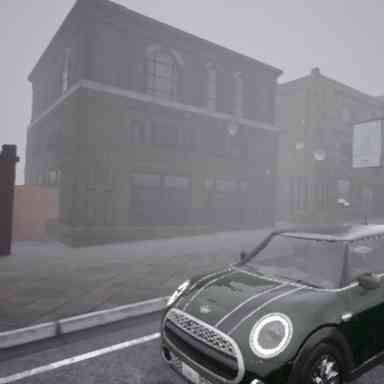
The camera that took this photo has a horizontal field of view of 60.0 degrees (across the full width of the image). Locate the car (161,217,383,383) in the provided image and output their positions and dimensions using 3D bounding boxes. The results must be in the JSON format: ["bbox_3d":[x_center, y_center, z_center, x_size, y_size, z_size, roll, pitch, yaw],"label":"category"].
[{"bbox_3d":[1.807,1.321,4.850,4.553,1.767,2.097,-1,0,-36],"label":"car"}]
